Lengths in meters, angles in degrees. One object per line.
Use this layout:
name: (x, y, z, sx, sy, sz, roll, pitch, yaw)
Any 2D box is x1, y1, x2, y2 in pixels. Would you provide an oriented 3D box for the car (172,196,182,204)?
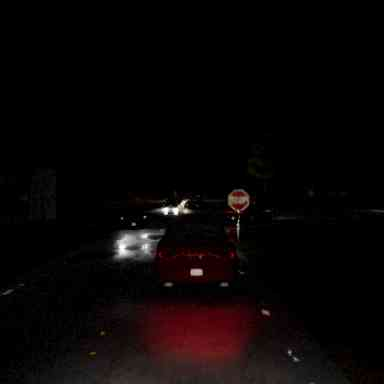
car: (-3.085, 1.543, 68.584, 1.882, 1.535, 5.008, 0, 0, 0)

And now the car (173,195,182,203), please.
car: (-3.056, 1.397, 58.963, 2.097, 1.767, 4.553, 0, 0, 0)

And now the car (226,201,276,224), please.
car: (4.431, 1.457, 24.531, 1.837, 1.490, 4.892, -3, 0, 42)

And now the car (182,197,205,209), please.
car: (0.324, 1.583, 41.918, 1.994, 1.385, 4.181, 0, 0, -10)

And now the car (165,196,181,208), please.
car: (-3.013, 1.632, 49.978, 1.895, 1.301, 4.718, 0, 0, -1)

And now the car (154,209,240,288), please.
car: (0.093, 1.478, 9.265, 1.882, 1.535, 5.008, 0, 0, 0)

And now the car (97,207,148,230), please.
car: (-4.571, 1.621, 21.519, 1.895, 1.301, 4.718, -1, 0, -32)

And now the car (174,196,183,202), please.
car: (-3.156, 1.644, 78.422, 1.994, 1.385, 4.181, 0, 0, 0)
